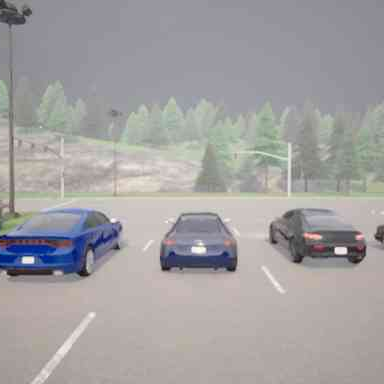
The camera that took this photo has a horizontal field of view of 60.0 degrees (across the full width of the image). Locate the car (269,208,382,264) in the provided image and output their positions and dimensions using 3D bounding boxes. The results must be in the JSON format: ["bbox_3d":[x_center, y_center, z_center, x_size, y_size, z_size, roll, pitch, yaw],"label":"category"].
[{"bbox_3d":[3.728,1.217,10.529,1.812,1.442,4.674,0,2,1],"label":"car"}]

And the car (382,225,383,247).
[{"bbox_3d":[7.191,1.293,9.107,2.033,1.411,5.357,0,2,1],"label":"car"}]

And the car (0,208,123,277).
[{"bbox_3d":[-3.306,1.180,9.322,1.882,1.535,5.008,0,2,2],"label":"car"}]

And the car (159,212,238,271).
[{"bbox_3d":[0.208,1.264,9.808,1.994,1.385,4.181,0,2,2],"label":"car"}]
